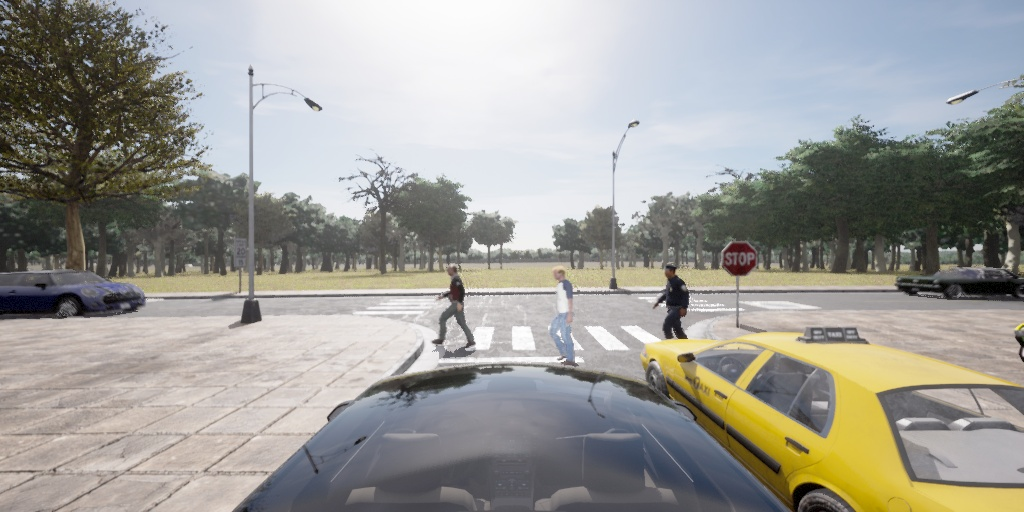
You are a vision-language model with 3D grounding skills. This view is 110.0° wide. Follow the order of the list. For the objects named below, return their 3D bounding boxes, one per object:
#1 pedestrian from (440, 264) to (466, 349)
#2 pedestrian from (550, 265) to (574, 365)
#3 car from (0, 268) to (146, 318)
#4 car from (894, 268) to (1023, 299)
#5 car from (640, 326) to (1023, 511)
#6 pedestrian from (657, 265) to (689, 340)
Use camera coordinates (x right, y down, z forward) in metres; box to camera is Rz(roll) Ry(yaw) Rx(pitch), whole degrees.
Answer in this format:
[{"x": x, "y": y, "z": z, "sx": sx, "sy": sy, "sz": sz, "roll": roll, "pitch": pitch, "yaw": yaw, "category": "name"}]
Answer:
[{"x": -1.263, "y": 1.041, "z": 7.688, "sx": 0.375, "sy": 1.860, "sz": 0.375, "roll": 0, "pitch": 0, "yaw": 0, "category": "pedestrian"}, {"x": 0.937, "y": 1.041, "z": 6.489, "sx": 0.375, "sy": 1.860, "sz": 0.375, "roll": 0, "pitch": 0, "yaw": 0, "category": "pedestrian"}, {"x": -16.596, "y": 1.305, "z": 13.306, "sx": 4.553, "sy": 1.767, "sz": 2.097, "roll": -1, "pitch": 0, "yaw": 0, "category": "car"}, {"x": 20.273, "y": 1.181, "z": 16.041, "sx": 4.718, "sy": 1.301, "sz": 1.895, "roll": 0, "pitch": 0, "yaw": 0, "category": "car"}, {"x": 2.637, "y": 1.275, "z": 3.226, "sx": 1.751, "sy": 1.417, "sz": 4.829, "roll": 0, "pitch": 0, "yaw": 0, "category": "car"}, {"x": 3.186, "y": 1.041, "z": 7.086, "sx": 0.375, "sy": 1.860, "sz": 0.375, "roll": 0, "pitch": 0, "yaw": 0, "category": "pedestrian"}]
